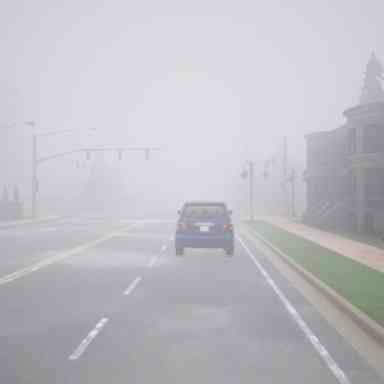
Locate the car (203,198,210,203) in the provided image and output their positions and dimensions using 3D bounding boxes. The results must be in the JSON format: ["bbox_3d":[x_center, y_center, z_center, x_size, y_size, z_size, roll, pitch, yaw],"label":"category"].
[{"bbox_3d":[3.980,2.380,90.913,1.994,1.385,4.181,0,-1,3],"label":"car"}]

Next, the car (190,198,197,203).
[{"bbox_3d":[0.484,2.299,91.070,1.882,1.535,5.008,0,-1,3],"label":"car"}]

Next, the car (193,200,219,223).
[{"bbox_3d":[1.237,1.622,28.901,2.097,1.767,4.553,0,-1,4],"label":"car"}]

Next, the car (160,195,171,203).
[{"bbox_3d":[-6.590,2.175,89.562,2.097,1.767,4.553,0,-1,3],"label":"car"}]

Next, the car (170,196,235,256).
[{"bbox_3d":[0.537,1.348,13.866,2.150,2.045,5.566,0,0,3],"label":"car"}]

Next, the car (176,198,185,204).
[{"bbox_3d":[-3.095,2.303,89.374,1.882,1.535,5.008,0,-1,3],"label":"car"}]
